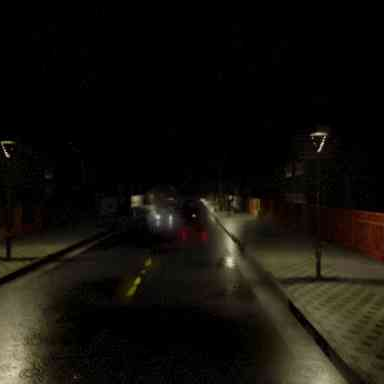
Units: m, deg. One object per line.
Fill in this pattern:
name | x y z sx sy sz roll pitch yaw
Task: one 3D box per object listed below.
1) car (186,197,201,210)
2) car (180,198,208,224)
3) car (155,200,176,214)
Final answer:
car | 0.174 1.454 42.130 1.812 1.442 4.674 0 0 0
car | 0.136 1.439 24.621 1.882 1.535 5.008 0 0 0
car | -2.697 1.512 35.259 2.033 1.411 5.357 0 0 0
